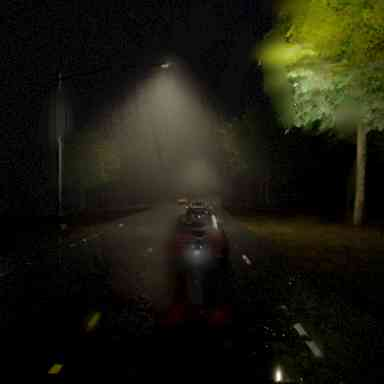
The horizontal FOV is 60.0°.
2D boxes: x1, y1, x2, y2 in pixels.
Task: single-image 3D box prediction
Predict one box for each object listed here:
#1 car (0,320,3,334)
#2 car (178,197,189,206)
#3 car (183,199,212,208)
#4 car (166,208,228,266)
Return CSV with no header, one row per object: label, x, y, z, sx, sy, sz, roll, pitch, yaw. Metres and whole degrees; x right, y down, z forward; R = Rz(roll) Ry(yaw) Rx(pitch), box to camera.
car,-3.355,1.550,1.814,2.033,1.411,5.357,0,0,2
car,-1.457,1.669,60.181,1.882,1.535,5.008,0,0,4
car,0.536,1.570,26.947,1.837,1.490,4.892,0,0,2
car,0.188,1.519,11.637,2.128,1.511,4.902,0,0,1
